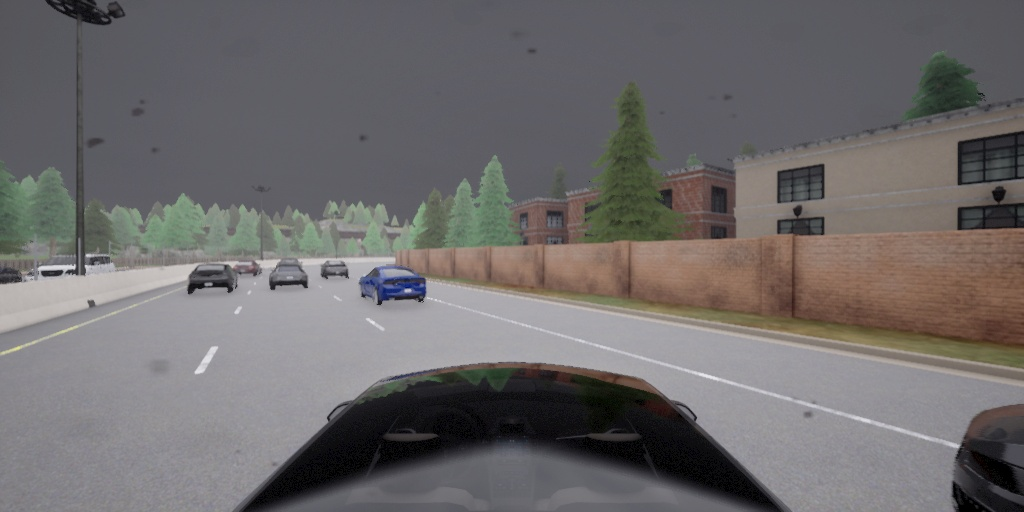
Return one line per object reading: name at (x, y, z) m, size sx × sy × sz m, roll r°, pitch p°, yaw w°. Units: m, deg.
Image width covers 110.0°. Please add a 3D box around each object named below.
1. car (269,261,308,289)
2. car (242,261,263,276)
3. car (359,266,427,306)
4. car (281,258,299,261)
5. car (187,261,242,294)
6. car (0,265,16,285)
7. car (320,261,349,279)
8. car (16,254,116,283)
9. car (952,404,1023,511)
car at (-14.053, 1.242, 22.540) m, size 1.994 × 1.385 × 4.181 m, roll 0°, pitch 0°, yaw -34°
car at (-25.235, 1.166, 34.224) m, size 1.812 × 1.442 × 4.674 m, roll 0°, pitch 0°, yaw -28°
car at (-5.369, 1.180, 15.816) m, size 1.882 × 1.535 × 5.008 m, roll 0°, pitch 0°, yaw -34°
car at (-22.061, 0.988, 35.700) m, size 2.097 × 1.767 × 4.553 m, roll 0°, pitch 0°, yaw -28°
car at (-16.557, 1.192, 19.986) m, size 1.837 × 1.490 × 4.892 m, roll 0°, pitch 0°, yaw -34°
car at (-28.678, 1.183, 19.050) m, size 2.128 × 1.511 × 4.902 m, roll 0°, pitch 0°, yaw -33°
car at (-15.339, 1.142, 30.956) m, size 2.128 × 1.511 × 4.902 m, roll 0°, pitch 0°, yaw -32°
car at (-26.095, 0.904, 21.462) m, size 2.150 × 2.045 × 5.566 m, roll 0°, pitch 0°, yaw -33°
car at (4.709, 1.257, 0.691) m, size 1.837 × 1.490 × 4.892 m, roll 0°, pitch 0°, yaw -34°
